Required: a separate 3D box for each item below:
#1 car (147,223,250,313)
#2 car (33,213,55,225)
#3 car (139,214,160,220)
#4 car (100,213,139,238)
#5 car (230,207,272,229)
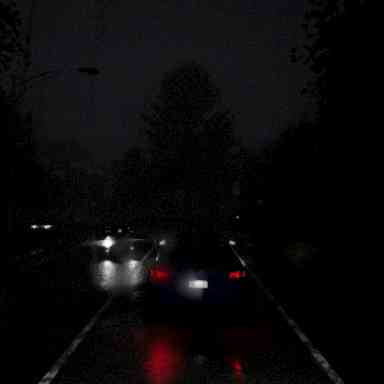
[{"bbox_3d":[0.128,1.651,7.904,1.994,1.385,4.181,0,-1,1],"label":"car"},{"bbox_3d":[-19.119,3.486,43.095,1.882,1.535,5.008,0,-4,-11],"label":"car"},{"bbox_3d":[-8.424,4.703,62.723,4.718,1.301,1.895,2,-4,-15],"label":"car"},{"bbox_3d":[-4.884,2.151,21.739,1.837,1.490,4.892,2,-4,-17],"label":"car"},{"bbox_3d":[5.852,2.555,32.564,2.150,2.045,5.566,-4,-5,38],"label":"car"}]
